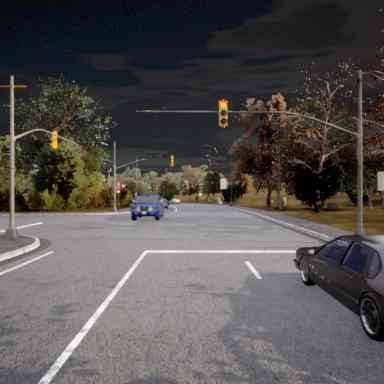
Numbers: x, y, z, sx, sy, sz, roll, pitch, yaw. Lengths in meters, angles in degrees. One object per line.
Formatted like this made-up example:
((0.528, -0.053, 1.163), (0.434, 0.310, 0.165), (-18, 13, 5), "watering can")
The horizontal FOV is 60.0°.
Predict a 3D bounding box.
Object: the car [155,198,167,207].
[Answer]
((-5.642, 1.840, 60.217), (1.882, 1.535, 5.008), (0, -1, -9), "car")

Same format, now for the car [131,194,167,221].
((-3.603, 1.223, 27.548), (2.150, 2.045, 5.566), (0, 0, 0), "car")

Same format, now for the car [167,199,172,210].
((-4.089, 1.585, 44.878), (2.128, 1.511, 4.902), (0, -1, -4), "car")

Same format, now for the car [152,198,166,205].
((-8.285, 2.353, 83.477), (1.882, 1.535, 5.008), (0, -1, -25), "car")

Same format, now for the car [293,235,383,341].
((3.610, 1.547, 6.425), (2.033, 1.411, 5.357), (0, 0, 0), "car")

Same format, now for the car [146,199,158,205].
((-9.070, 2.261, 75.560), (1.994, 1.385, 4.181), (0, -1, -16), "car")

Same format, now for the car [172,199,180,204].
((-4.416, 2.364, 83.277), (1.812, 1.442, 4.674), (0, -1, -22), "car")
